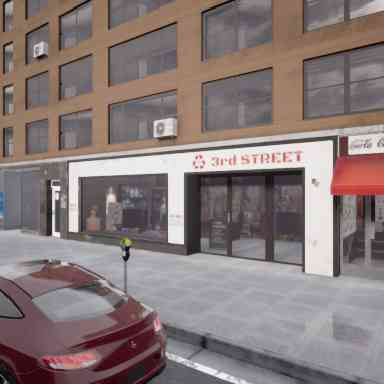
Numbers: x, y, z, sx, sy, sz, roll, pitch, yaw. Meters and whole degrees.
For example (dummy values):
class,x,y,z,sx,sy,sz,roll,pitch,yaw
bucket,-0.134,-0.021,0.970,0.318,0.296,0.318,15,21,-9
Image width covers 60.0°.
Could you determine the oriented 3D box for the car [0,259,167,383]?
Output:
class,x,y,z,sx,sy,sz,roll,pitch,yaw
car,-2.217,1.582,4.395,4.206,1.307,1.802,0,0,36
